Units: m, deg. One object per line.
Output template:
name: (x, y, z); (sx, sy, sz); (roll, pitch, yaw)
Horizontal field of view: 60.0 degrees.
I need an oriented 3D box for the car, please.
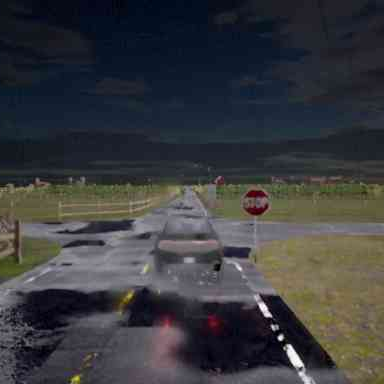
car: (-0.163, 1.479, 10.677); (2.128, 1.511, 4.902); (0, 0, -2)
